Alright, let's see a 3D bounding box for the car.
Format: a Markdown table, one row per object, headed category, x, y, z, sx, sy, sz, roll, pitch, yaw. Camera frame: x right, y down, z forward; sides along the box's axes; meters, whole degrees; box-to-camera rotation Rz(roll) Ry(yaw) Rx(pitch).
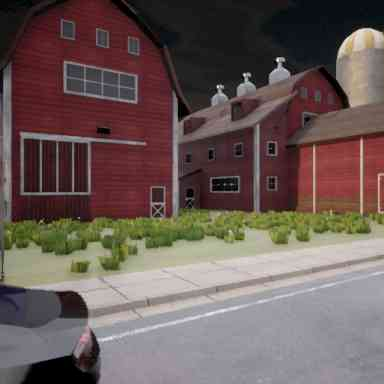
| category | x | y | z | sx | sy | sz | roll | pitch | yaw |
| --- | --- | --- | --- | --- | --- | --- | --- | --- | --- |
| car | -3.167 | 1.491 | 2.333 | 4.902 | 1.511 | 2.128 | 0 | 0 | -27 |
